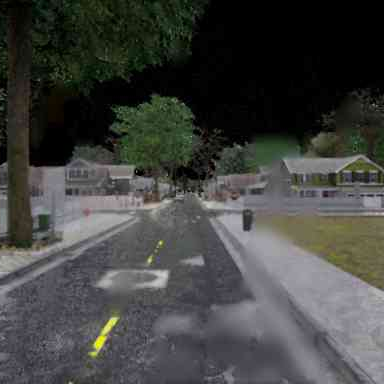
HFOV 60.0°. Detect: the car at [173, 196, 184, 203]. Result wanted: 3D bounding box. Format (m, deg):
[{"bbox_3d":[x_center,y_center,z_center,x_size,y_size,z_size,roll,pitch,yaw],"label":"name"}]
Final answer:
[{"bbox_3d":[-2.748,1.496,68.264,1.994,1.385,4.181,0,0,0],"label":"car"}]
